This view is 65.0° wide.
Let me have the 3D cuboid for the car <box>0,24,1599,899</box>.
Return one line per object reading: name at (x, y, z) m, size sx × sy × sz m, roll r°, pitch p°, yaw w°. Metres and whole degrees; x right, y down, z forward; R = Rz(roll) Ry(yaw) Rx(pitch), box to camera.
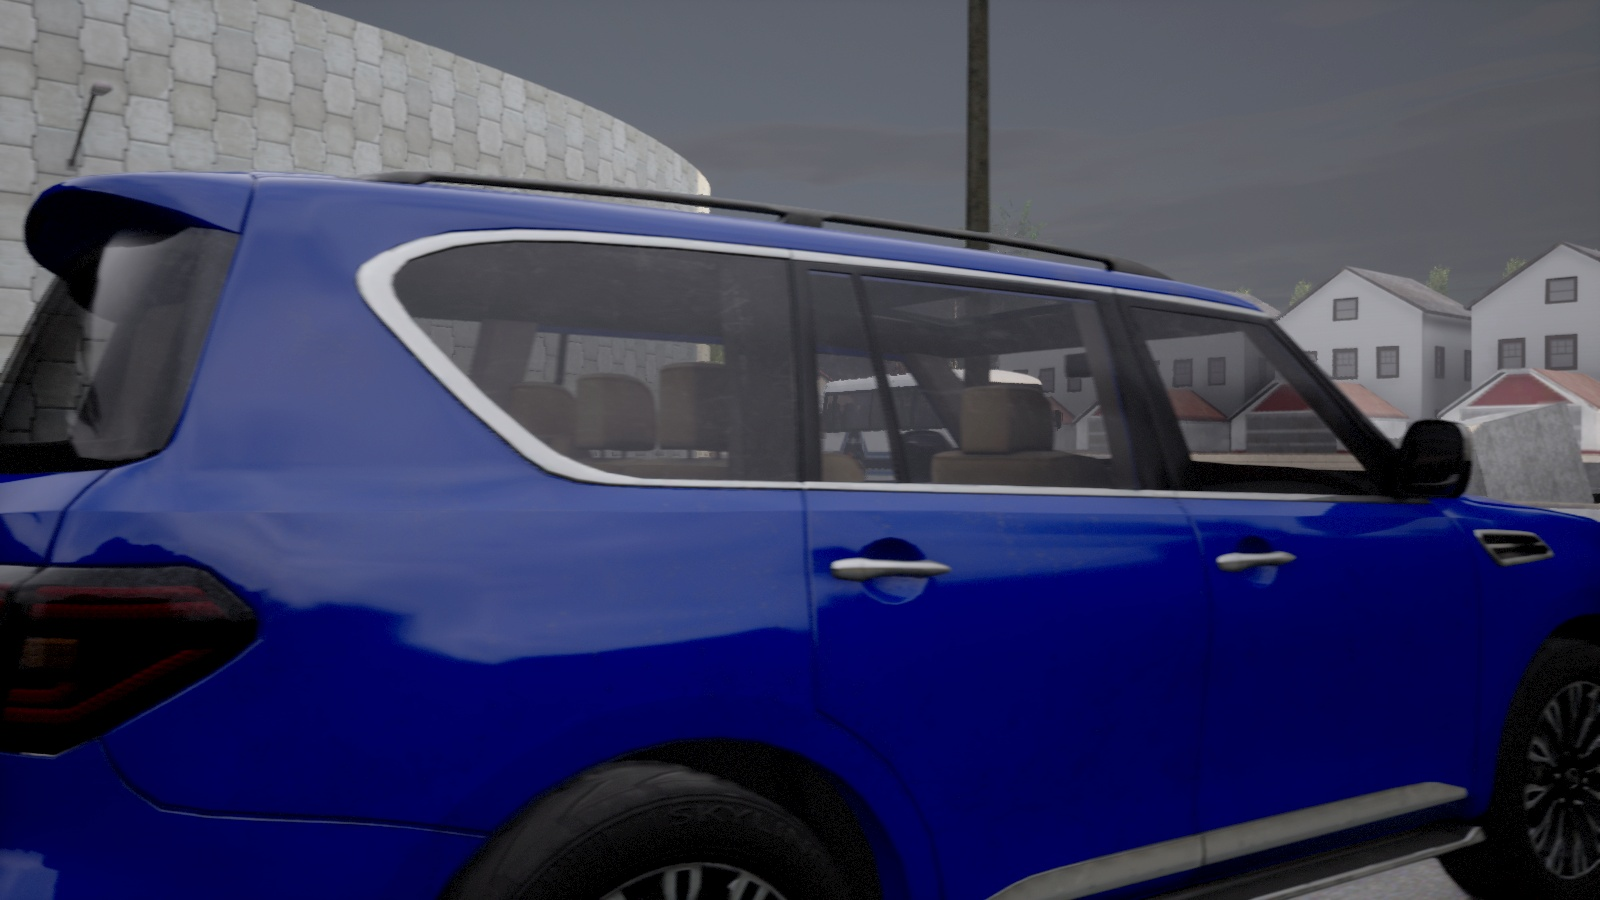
car at (0.400, 0.473, 3.887) m, size 5.566 × 2.045 × 2.150 m, roll 0°, pitch 0°, yaw -34°
